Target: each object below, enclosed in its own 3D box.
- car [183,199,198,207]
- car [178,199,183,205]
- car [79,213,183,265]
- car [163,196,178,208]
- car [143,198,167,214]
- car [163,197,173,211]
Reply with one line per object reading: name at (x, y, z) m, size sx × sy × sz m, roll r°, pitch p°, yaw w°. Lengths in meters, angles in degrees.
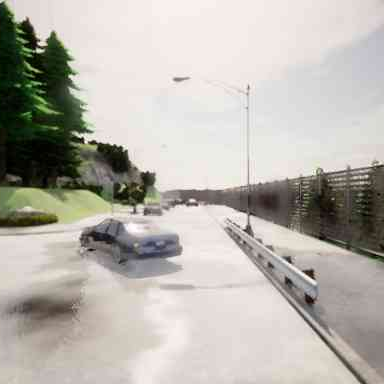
car at (-0.022, 1.993, 61.014) m, size 1.994 × 1.385 × 4.181 m, roll 0°, pitch 0°, yaw -4°
car at (-3.718, 2.033, 70.223) m, size 5.357 × 1.411 × 2.033 m, roll 0°, pitch -1°, yaw 40°
car at (-2.459, 1.634, 12.232) m, size 2.033 × 1.411 × 5.357 m, roll 1°, pitch -1°, yaw -36°
car at (-4.007, 1.617, 56.292) m, size 2.150 × 2.045 × 5.566 m, roll 0°, pitch 0°, yaw 0°
car at (-4.097, 1.758, 35.988) m, size 1.837 × 1.490 × 4.892 m, roll 0°, pitch 0°, yaw 0°
car at (-4.068, 1.849, 45.885) m, size 1.812 × 1.442 × 4.674 m, roll 0°, pitch 0°, yaw 0°
